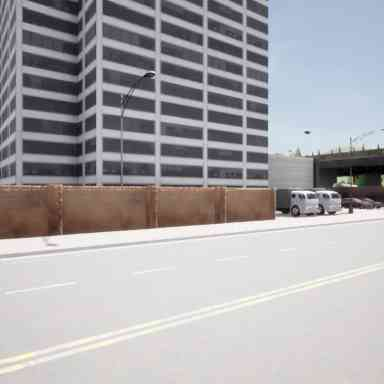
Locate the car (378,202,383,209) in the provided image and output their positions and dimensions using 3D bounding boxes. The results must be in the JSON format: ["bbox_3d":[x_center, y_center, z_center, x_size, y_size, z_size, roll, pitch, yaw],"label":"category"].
[{"bbox_3d":[23.003,1.508,44.113,1.994,1.385,4.181,0,0,-36],"label":"car"}]

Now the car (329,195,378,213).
[{"bbox_3d":[20.275,1.470,41.911,1.812,1.442,4.674,0,0,-36],"label":"car"}]
